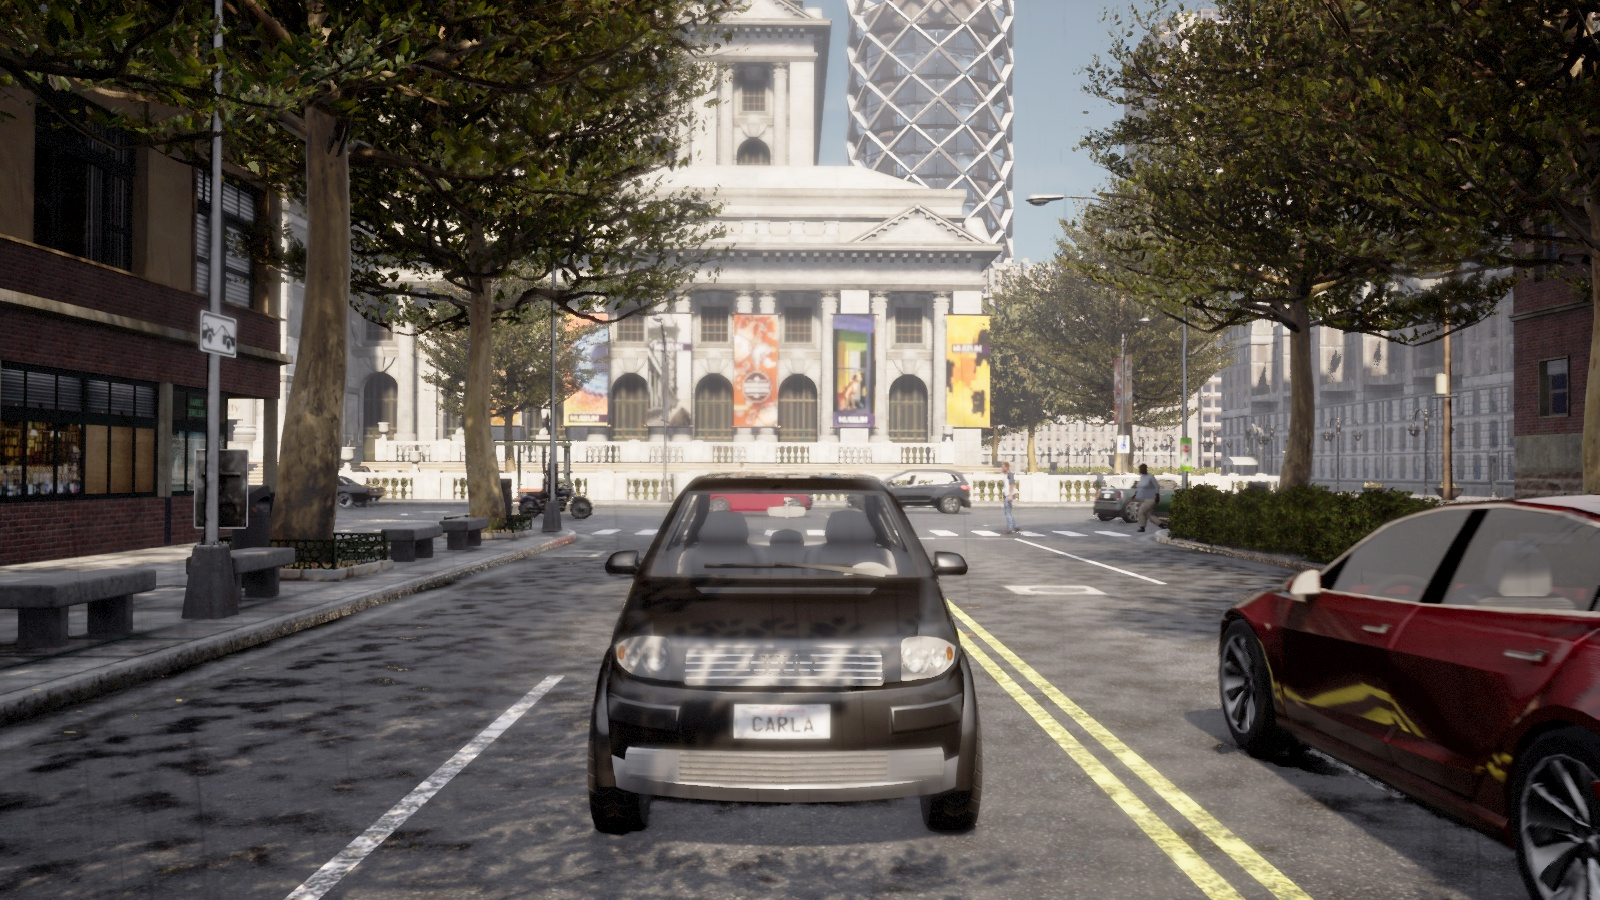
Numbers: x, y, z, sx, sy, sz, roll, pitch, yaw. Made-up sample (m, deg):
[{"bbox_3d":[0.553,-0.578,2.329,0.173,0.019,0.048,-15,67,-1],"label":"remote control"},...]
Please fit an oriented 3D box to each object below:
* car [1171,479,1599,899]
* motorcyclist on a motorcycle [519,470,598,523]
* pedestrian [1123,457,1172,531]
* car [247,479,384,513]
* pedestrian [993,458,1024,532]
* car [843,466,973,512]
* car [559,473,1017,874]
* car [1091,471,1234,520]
[{"bbox_3d":[3.445,0.893,5.536,2.163,1.488,4.792,0,-1,0],"label":"car"},{"bbox_3d":[-7.590,1.457,39.524,2.350,1.649,0.766,0,-1,0],"label":"motorcyclist on a motorcycle"},{"bbox_3d":[8.824,1.119,31.954,0.900,1.855,0.874,0,-1,-10],"label":"pedestrian"},{"bbox_3d":[-19.227,1.829,50.001,4.718,1.301,1.895,0,-1,0],"label":"car"},{"bbox_3d":[5.231,1.129,31.533,0.706,1.836,0.354,0,-1,-5],"label":"pedestrian"},{"bbox_3d":[3.948,1.423,46.542,4.611,1.667,2.242,0,-1,0],"label":"car"},{"bbox_3d":[-0.065,0.907,6.771,1.789,1.549,3.705,0,-1,0],"label":"car"},{"bbox_3d":[11.303,1.392,39.258,3.806,1.475,1.970,0,-1,-15],"label":"car"}]
